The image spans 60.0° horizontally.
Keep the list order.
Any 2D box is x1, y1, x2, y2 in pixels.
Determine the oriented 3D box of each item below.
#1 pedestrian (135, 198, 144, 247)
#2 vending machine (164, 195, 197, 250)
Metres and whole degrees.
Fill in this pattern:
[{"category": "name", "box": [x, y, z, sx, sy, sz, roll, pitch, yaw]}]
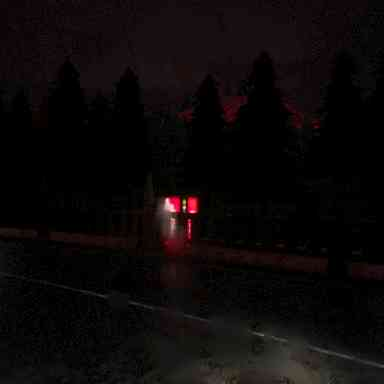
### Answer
[{"category": "pedestrian", "box": [-1.930, 1.141, 12.663, 0.375, 1.860, 0.375, 0, 0, 31]}, {"category": "vending machine", "box": [-0.438, 1.195, 13.472, 0.880, 2.100, 1.100, 0, 0, 31]}]
